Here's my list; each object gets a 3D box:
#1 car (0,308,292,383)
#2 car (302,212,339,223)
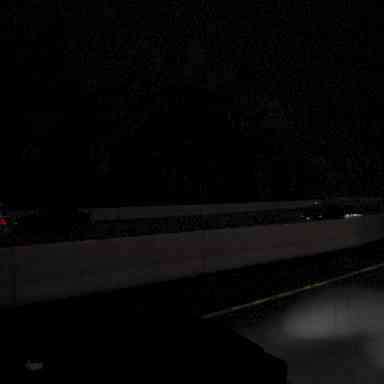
[{"bbox_3d":[-1.429,1.642,2.256,4.718,1.301,1.895,0,-1,-36],"label":"car"},{"bbox_3d":[10.297,1.723,26.040,4.892,1.490,1.837,1,-1,-43],"label":"car"}]
